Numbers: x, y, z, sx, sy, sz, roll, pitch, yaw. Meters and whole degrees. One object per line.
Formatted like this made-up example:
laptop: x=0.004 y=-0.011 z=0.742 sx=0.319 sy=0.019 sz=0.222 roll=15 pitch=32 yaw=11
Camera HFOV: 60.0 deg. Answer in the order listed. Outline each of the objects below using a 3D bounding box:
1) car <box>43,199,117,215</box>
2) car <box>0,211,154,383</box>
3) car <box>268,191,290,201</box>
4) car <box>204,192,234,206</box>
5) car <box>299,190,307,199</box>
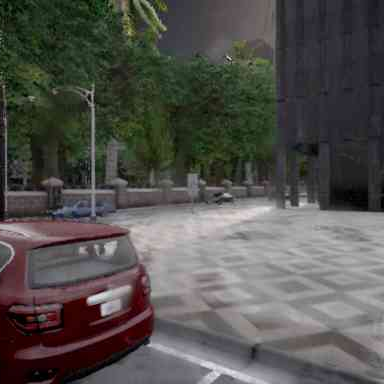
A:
car: x=-7.896 y=1.228 z=23.746 sx=2.033 sy=1.411 sz=5.357 roll=0 pitch=1 yaw=36
car: x=-2.816 y=1.326 z=4.975 sx=5.009 sy=1.841 sz=2.192 roll=0 pitch=0 yaw=36
car: x=12.061 y=0.537 z=46.020 sx=1.812 sy=1.442 sz=4.674 roll=0 pitch=1 yaw=38
car: x=3.311 y=0.786 z=39.282 sx=1.812 sy=1.442 sz=4.674 roll=0 pitch=1 yaw=36
car: x=18.008 y=0.374 z=54.386 sx=1.895 sy=1.301 sz=4.718 roll=0 pitch=1 yaw=36
